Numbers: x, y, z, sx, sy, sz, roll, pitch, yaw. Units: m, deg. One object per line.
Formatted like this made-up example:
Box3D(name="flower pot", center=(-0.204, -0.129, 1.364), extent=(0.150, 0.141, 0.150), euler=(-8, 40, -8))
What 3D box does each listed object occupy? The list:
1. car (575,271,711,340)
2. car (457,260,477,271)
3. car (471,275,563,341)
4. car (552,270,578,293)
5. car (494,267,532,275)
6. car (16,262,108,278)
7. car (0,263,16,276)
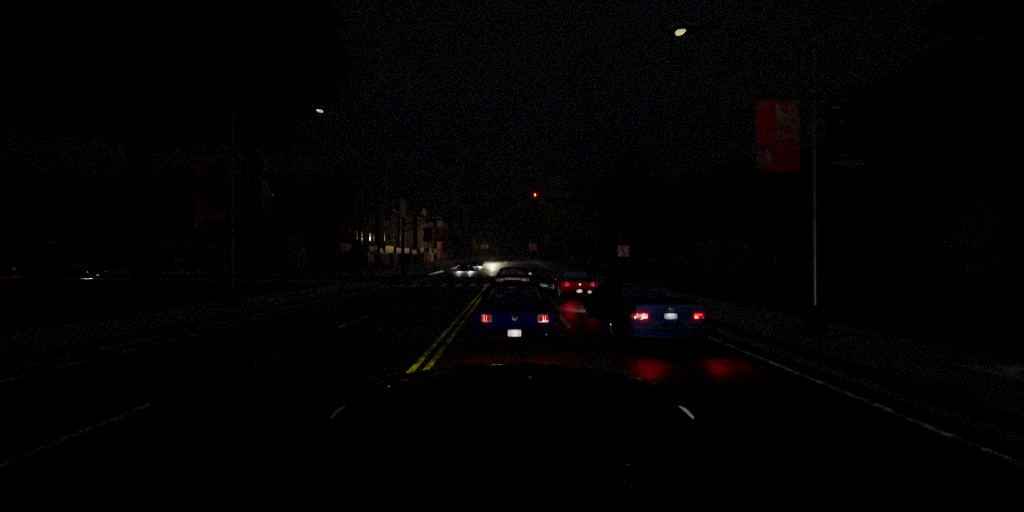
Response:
Box3D(name="car", center=(3.328, 1.319, 10.001), extent=(2.033, 1.411, 5.357), euler=(0, 0, 0))
Box3D(name="car", center=(-6.611, 1.287, 51.339), extent=(1.882, 1.535, 5.008), euler=(0, 0, 0))
Box3D(name="car", center=(0.078, 1.372, 9.875), extent=(1.895, 1.301, 4.718), euler=(0, 0, 0))
Box3D(name="car", center=(3.296, 1.434, 19.644), extent=(1.895, 1.301, 4.718), euler=(0, 0, 0))
Box3D(name="car", center=(0.044, 1.309, 19.216), extent=(1.882, 1.535, 5.008), euler=(0, 0, 0))
Box3D(name="car", center=(-37.657, 1.220, 30.297), extent=(5.357, 1.411, 2.033), euler=(0, 0, 0))
Box3D(name="car", center=(-49.244, 1.231, 33.197), extent=(4.718, 1.301, 1.895), euler=(0, 0, 1))
